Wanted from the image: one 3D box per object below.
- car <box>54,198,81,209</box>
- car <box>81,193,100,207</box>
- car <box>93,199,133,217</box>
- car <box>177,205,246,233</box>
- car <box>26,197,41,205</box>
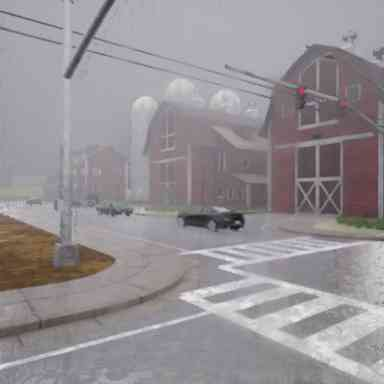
[{"bbox_3d":[-16.994,1.465,44.480,1.882,1.535,5.008,-1,0,-37],"label":"car"},{"bbox_3d":[-15.550,1.211,49.389,3.866,1.878,1.905,-2,5,11],"label":"car"},{"bbox_3d":[-7.415,1.645,31.585,1.895,1.301,4.718,0,0,-36],"label":"car"},{"bbox_3d":[1.024,1.516,20.203,1.882,1.535,5.008,0,0,-37],"label":"car"},{"bbox_3d":[-28.572,1.567,60.115,1.812,1.442,4.674,0,0,-37],"label":"car"}]
